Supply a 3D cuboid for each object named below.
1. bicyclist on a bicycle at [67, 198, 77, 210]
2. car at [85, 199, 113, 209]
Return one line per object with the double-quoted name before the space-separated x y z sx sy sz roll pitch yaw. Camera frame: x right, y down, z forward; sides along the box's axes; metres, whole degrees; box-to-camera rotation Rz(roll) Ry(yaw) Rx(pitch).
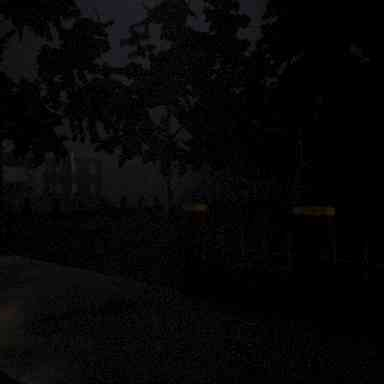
"bicyclist on a bicycle" -10.893 1.406 30.241 1.656 1.620 0.582 -1 0 35
"car" -12.181 1.640 42.810 1.994 1.385 4.181 0 0 36
